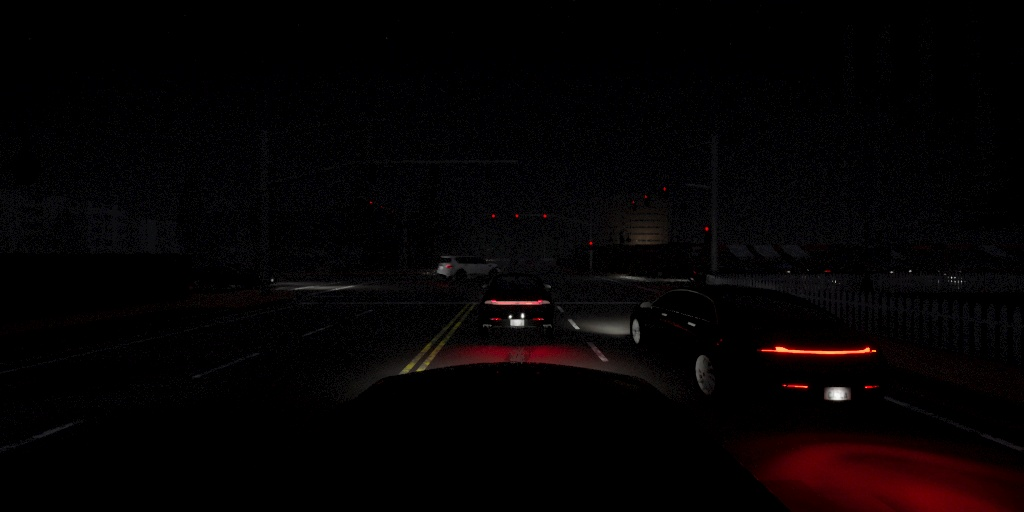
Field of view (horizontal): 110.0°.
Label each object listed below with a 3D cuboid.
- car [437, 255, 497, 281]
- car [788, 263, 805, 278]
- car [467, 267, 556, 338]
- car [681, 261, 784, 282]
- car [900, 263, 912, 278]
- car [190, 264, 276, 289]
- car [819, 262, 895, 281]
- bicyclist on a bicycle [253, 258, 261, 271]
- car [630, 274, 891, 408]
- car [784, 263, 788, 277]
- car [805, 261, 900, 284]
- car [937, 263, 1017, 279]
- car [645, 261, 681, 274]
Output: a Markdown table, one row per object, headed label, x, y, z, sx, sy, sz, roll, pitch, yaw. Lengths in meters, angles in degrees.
| label | x | y | z | sx | sy | sz | roll | pitch | yaw |
| --- | --- | --- | --- | --- | --- | --- | --- | --- | --- |
| car | -3.606 | 0.970 | 30.122 | 5.566 | 2.045 | 2.150 | 0 | 1 | -42 |
| car | 24.670 | 1.297 | 33.534 | 5.357 | 1.411 | 2.033 | 0 | 0 | -1 |
| car | 0.133 | 1.242 | 10.243 | 2.128 | 1.511 | 4.902 | 0 | 0 | 0 |
| car | 13.773 | 1.241 | 22.640 | 4.902 | 1.511 | 2.128 | 0 | 0 | -1 |
| car | 34.494 | 1.241 | 33.710 | 4.902 | 1.511 | 2.128 | 0 | 0 | -1 |
| car | -17.363 | 1.241 | 22.226 | 4.902 | 1.511 | 2.128 | 0 | 0 | -2 |
| car | 28.885 | 1.276 | 30.102 | 4.674 | 1.442 | 1.812 | 0 | 0 | -1 |
| bicyclist on a bicycle | -26.163 | 1.051 | 36.762 | 0.582 | 1.620 | 1.656 | 0 | 0 | -3 |
| car | 3.588 | 1.255 | 6.337 | 1.837 | 1.490 | 4.892 | 0 | 0 | 1 |
| car | 19.625 | 1.241 | 29.938 | 4.902 | 1.511 | 2.128 | 0 | 0 | -1 |
| car | 24.922 | 1.255 | 26.338 | 4.892 | 1.490 | 1.837 | 0 | 0 | -1 |
| car | 38.885 | 1.276 | 30.282 | 4.674 | 1.442 | 1.812 | 0 | 0 | -1 |
| car | 14.931 | 1.255 | 33.416 | 4.892 | 1.490 | 1.837 | 0 | 0 | 1 |
